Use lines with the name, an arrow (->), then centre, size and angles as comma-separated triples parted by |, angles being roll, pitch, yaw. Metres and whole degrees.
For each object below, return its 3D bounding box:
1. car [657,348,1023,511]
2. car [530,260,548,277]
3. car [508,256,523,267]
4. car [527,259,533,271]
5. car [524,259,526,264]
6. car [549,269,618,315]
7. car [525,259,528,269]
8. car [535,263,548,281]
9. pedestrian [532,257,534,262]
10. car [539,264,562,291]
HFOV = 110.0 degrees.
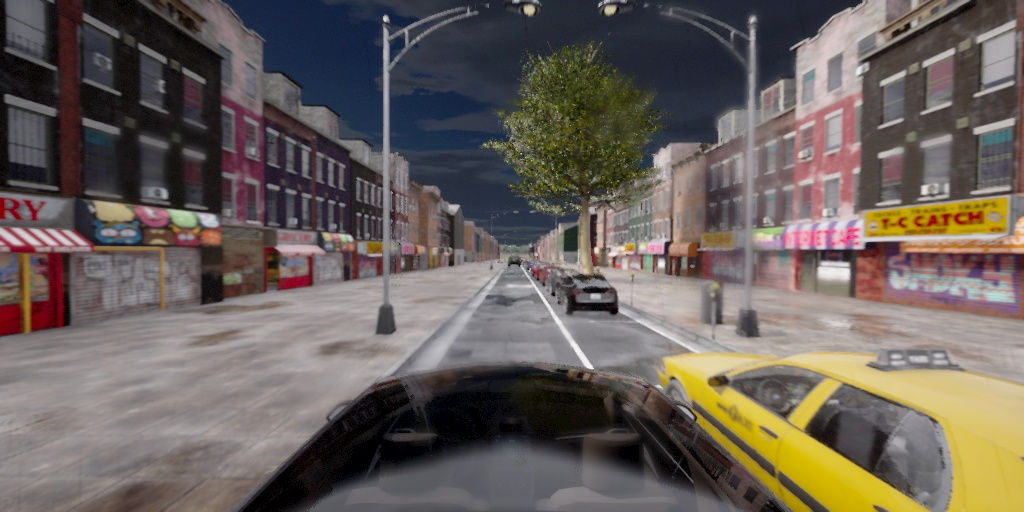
car -> 2.623, 1.293, 2.595 | 1.751, 1.417, 4.829 | 0, 0, 0
car -> 2.823, 1.301, 30.152 | 1.888, 1.381, 4.507 | 0, 0, 0
car -> 0.447, 0.932, 65.013 | 2.150, 2.045, 5.566 | 0, 0, 1
car -> 2.863, 1.197, 35.697 | 1.967, 1.591, 4.097 | 0, 0, 0
car -> 3.094, 1.295, 51.250 | 1.812, 1.442, 4.674 | 0, 0, 0
car -> 2.702, 1.326, 13.516 | 1.948, 1.339, 4.313 | 0, 0, 0
car -> 2.904, 1.311, 41.242 | 2.007, 1.370, 4.403 | 0, 0, 0
car -> 2.783, 1.338, 24.607 | 1.802, 1.307, 4.207 | 0, 0, 0
pedestrian -> 3.117, 1.065, 54.070 | 0.375, 1.860, 0.375 | -1, 1, -10
car -> 2.742, 1.309, 19.061 | 2.007, 1.370, 4.403 | 0, 0, 0
